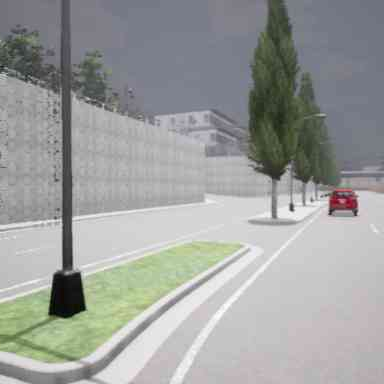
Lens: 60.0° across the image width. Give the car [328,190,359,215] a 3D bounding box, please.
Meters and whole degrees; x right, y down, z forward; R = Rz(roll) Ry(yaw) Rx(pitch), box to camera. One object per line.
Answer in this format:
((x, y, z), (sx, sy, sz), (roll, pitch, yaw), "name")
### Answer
((12.858, 0.826, 28.346), (2.150, 2.045, 5.566), (0, 1, 25), "car")
